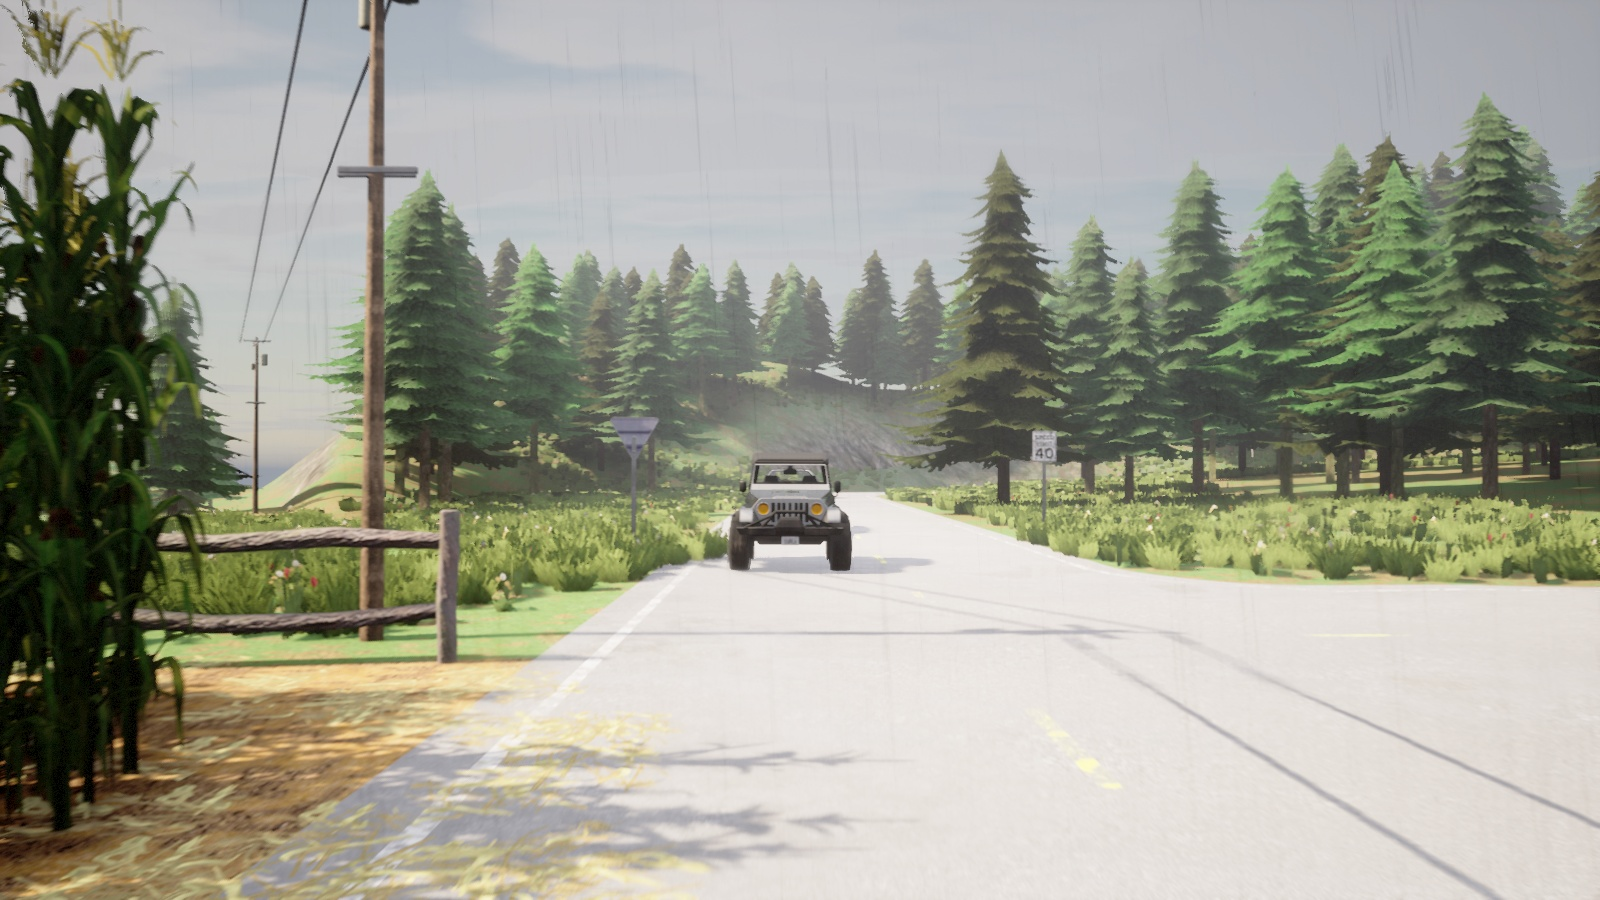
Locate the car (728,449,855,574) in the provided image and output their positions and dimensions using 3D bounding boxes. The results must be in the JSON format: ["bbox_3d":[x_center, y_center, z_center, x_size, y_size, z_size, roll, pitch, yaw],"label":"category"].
[{"bbox_3d":[-0.144,0.961,20.912,1.905,1.878,3.866,0,-1,0],"label":"car"}]
